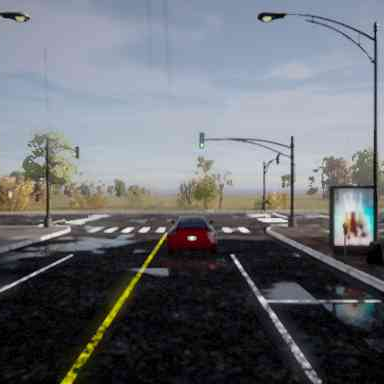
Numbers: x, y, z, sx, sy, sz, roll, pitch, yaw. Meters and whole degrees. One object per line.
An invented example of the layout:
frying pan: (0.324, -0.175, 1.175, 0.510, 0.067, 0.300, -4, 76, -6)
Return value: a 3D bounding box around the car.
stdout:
car: (0.011, 1.698, 14.308, 1.994, 1.385, 4.181, 0, 0, 0)
